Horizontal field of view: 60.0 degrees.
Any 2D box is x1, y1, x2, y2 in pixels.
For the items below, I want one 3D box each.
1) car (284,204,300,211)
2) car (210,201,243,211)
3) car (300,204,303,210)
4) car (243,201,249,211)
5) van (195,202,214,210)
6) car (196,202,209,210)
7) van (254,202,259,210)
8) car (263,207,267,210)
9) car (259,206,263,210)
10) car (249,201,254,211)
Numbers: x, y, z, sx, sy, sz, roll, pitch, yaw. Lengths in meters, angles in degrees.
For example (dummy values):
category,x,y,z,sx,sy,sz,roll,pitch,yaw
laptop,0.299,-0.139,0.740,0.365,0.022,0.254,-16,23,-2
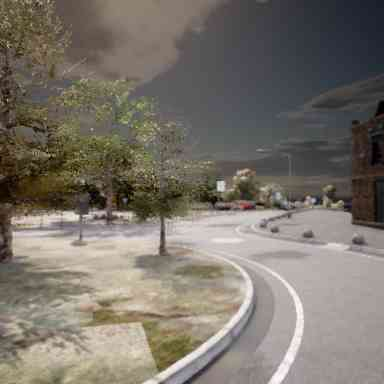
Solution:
category,x,y,z,sx,sy,sz,roll,pitch,yaw
car,19.157,3.002,64.754,2.128,1.511,4.902,-1,-3,25
car,6.108,2.615,59.325,4.553,1.767,2.185,-1,-2,25
car,23.625,3.418,74.170,2.033,1.411,5.357,-1,-3,25
car,7.406,2.844,62.063,5.008,1.535,2.097,-1,-2,25
van,3.041,3.448,81.442,4.442,1.987,1.878,-1,-3,25
car,0.455,3.425,76.624,5.366,1.575,1.946,-1,-3,25
van,11.146,2.965,70.373,4.442,1.987,1.878,-1,-3,25
car,13.940,3.450,75.623,5.366,1.575,1.946,-1,-3,25
car,12.509,3.194,73.080,4.553,1.767,2.185,-1,-3,25
car,8.608,2.693,64.730,5.566,2.045,2.435,-1,-3,25
